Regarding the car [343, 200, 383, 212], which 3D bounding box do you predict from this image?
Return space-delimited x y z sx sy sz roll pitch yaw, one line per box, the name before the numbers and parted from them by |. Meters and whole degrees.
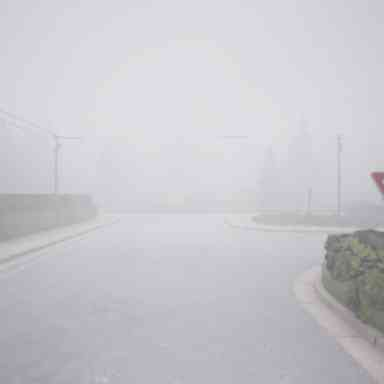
car | 18.859 1.688 36.026 4.553 1.767 2.097 0 -1 0
